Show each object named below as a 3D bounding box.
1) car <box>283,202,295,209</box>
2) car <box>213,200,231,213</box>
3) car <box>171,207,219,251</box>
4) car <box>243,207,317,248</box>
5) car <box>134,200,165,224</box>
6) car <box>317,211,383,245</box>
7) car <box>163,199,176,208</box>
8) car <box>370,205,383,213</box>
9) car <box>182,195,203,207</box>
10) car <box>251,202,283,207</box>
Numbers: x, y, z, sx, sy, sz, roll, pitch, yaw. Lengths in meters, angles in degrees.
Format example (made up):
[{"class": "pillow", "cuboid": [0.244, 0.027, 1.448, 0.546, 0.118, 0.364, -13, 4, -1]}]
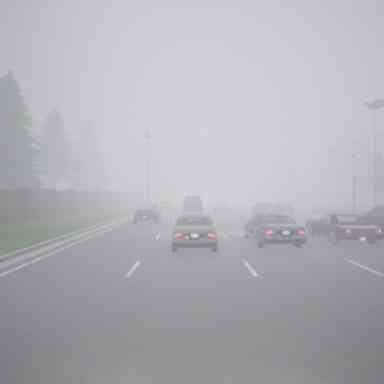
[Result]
[{"class": "car", "cuboid": [10.589, 1.780, 39.521, 1.895, 1.301, 4.718, 0, 0, 0]}, {"class": "car", "cuboid": [3.588, 1.708, 40.579, 1.812, 1.442, 4.674, 0, 0, 0]}, {"class": "car", "cuboid": [0.096, 1.612, 14.329, 2.033, 1.411, 5.357, 0, 0, 0]}, {"class": "car", "cuboid": [3.596, 1.617, 15.229, 2.033, 1.411, 5.357, 0, 0, 0]}, {"class": "car", "cuboid": [-3.407, 1.643, 26.120, 1.812, 1.442, 4.674, 0, 0, 0]}, {"class": "car", "cuboid": [7.095, 1.674, 16.028, 1.895, 1.301, 4.718, 0, 0, 0]}, {"class": "car", "cuboid": [-3.414, 1.691, 47.747, 1.882, 1.535, 5.008, 0, 0, 0]}, {"class": "car", "cuboid": [10.594, 1.433, 17.799, 2.097, 1.767, 4.553, 0, 0, 0]}, {"class": "car", "cuboid": [0.090, 1.390, 37.056, 2.150, 2.045, 5.566, 0, 0, 0]}, {"class": "car", "cuboid": [7.088, 1.698, 33.153, 2.033, 1.411, 5.357, 0, 0, 0]}]
